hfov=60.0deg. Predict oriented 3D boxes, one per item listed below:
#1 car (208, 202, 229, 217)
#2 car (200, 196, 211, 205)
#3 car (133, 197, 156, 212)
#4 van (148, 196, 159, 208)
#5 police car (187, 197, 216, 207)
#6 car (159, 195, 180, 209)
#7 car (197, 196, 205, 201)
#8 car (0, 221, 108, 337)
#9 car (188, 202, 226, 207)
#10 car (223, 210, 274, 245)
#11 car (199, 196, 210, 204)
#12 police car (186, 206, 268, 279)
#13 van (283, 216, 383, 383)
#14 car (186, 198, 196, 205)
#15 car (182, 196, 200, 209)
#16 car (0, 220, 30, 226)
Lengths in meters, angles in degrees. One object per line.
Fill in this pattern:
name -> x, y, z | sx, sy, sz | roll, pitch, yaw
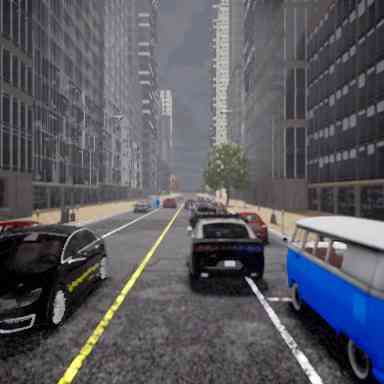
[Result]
car -> 2.580, 1.673, 33.573 | 1.802, 1.307, 4.206 | 0, 0, 0
car -> 2.484, 1.580, 62.035 | 1.967, 1.590, 4.097 | 0, 0, 0
car -> -5.820, 1.656, 39.241 | 2.008, 1.369, 4.403 | 0, 0, 0
van -> -5.858, 1.467, 50.626 | 1.690, 1.788, 3.998 | 0, 0, 0
police car -> 0.814, 1.497, 26.235 | 1.930, 1.638, 5.238 | 0, 0, 0
car -> -3.252, 1.601, 48.851 | 1.882, 1.535, 5.008 | 0, 0, 0
car -> 2.389, 1.710, 90.498 | 1.887, 1.381, 4.507 | 0, 0, 0
car -> -3.122, 1.524, 7.005 | 1.837, 1.490, 4.892 | 0, 0, 0
car -> 0.834, 1.560, 20.124 | 1.837, 1.490, 4.892 | 0, 0, 0
car -> 2.637, 1.627, 16.495 | 1.802, 1.307, 4.206 | 0, 0, 0
car -> 2.465, 1.587, 67.728 | 1.967, 1.590, 4.097 | 0, 0, 0
police car -> 0.868, 1.453, 10.235 | 1.930, 1.638, 5.238 | 0, 0, 0
van -> 2.675, 1.355, 5.112 | 1.690, 1.788, 3.998 | 0, 0, 0
car -> -0.206, 1.741, 61.728 | 1.895, 1.301, 4.718 | 0, 0, 0
car -> -0.147, 1.647, 47.658 | 1.812, 1.442, 4.674 | 0, 0, 0
car -> -5.725, 1.612, 10.778 | 1.802, 1.307, 4.206 | 0, 0, 0
